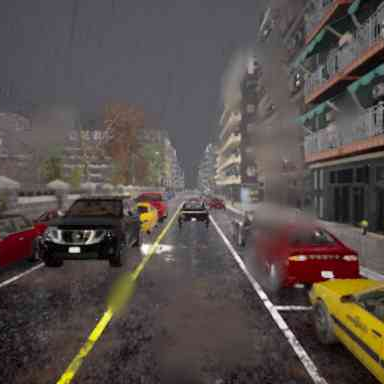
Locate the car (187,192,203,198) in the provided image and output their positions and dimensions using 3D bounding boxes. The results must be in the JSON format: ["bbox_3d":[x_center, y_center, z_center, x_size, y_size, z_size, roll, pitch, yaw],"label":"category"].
[{"bbox_3d":[0.115,1.190,46.674,2.128,1.511,4.902,0,0,0],"label":"car"}]

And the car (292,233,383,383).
[{"bbox_3d":[2.689,1.501,3.483,1.752,1.417,4.829,0,0,0],"label":"car"}]

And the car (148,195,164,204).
[{"bbox_3d":[-5.676,1.210,53.132,2.008,1.369,4.403,0,0,0],"label":"car"}]

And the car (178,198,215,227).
[{"bbox_3d":[0.107,1.350,21.416,2.128,1.511,4.902,0,0,0],"label":"car"}]

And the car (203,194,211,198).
[{"bbox_3d":[2.701,1.272,42.059,1.887,1.381,4.507,0,0,0],"label":"car"}]

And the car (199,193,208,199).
[{"bbox_3d":[2.713,1.060,80.805,1.947,1.339,4.313,0,0,0],"label":"car"}]

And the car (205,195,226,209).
[{"bbox_3d":[2.699,1.307,36.524,1.887,1.381,4.507,0,0,0],"label":"car"}]

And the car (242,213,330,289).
[{"bbox_3d":[2.690,1.485,8.848,1.887,1.381,4.507,0,0,0],"label":"car"}]

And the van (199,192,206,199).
[{"bbox_3d":[2.714,0.803,86.339,1.690,1.788,3.998,0,0,0],"label":"van"}]

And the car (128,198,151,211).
[{"bbox_3d":[-5.681,1.344,36.527,1.802,1.307,4.206,0,0,0],"label":"car"}]

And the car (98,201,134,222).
[{"bbox_3d":[-5.685,1.415,25.456,1.802,1.307,4.206,0,0,0],"label":"car"}]

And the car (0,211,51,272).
[{"bbox_3d":[-5.691,1.381,8.850,1.967,1.590,4.097,0,0,0],"label":"car"}]

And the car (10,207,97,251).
[{"bbox_3d":[-5.688,1.449,14.386,1.887,1.381,4.507,0,0,0],"label":"car"}]

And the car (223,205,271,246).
[{"bbox_3d":[2.692,1.455,14.384,2.008,1.369,4.403,0,0,0],"label":"car"}]

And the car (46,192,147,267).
[{"bbox_3d":[-3.078,1.146,11.438,2.150,2.045,5.566,0,0,0],"label":"car"}]

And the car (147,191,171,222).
[{"bbox_3d":[-3.020,1.059,24.756,2.150,2.045,5.566,0,0,1],"label":"car"}]

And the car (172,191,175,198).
[{"bbox_3d":[-5.671,0.842,75.270,2.192,1.841,5.009,0,0,0],"label":"car"}]

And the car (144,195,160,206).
[{"bbox_3d":[-5.678,1.220,47.426,1.752,1.417,4.829,0,0,0],"label":"car"}]

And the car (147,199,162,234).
[{"bbox_3d":[-2.994,1.355,18.488,1.882,1.535,5.008,0,0,0],"label":"car"}]

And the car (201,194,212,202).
[{"bbox_3d":[2.708,1.159,64.200,1.947,1.339,4.313,0,0,0],"label":"car"}]

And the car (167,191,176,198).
[{"bbox_3d":[-5.665,0.745,91.876,2.192,1.841,5.009,0,0,0],"label":"car"}]
